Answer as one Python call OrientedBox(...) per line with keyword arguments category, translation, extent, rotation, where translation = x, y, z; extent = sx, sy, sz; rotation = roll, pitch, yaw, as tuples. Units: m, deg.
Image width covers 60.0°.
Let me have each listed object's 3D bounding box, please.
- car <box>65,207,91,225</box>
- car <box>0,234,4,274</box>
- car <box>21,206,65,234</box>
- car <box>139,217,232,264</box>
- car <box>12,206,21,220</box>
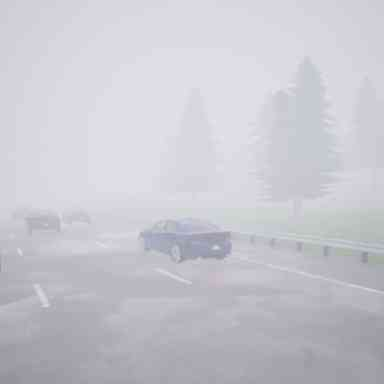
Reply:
OrientedBox(category="car", translation=(-10.364, 2.081, 29.650), extent=(1.812, 1.442, 4.674), rotation=(1, -1, -31))
OrientedBox(category="car", translation=(-7.069, 1.745, 10.478), extent=(2.033, 1.411, 5.357), rotation=(1, -1, -31))
OrientedBox(category="car", translation=(-10.239, 1.901, 22.613), extent=(1.882, 1.535, 5.008), rotation=(1, -1, -31))
OrientedBox(category="car", translation=(-0.480, 1.727, 13.072), extent=(1.882, 1.535, 5.008), rotation=(1, -1, -31))
OrientedBox(category="car", translation=(-18.248, 2.236, 36.018), extent=(1.994, 1.385, 4.181), rotation=(1, -1, -31))
